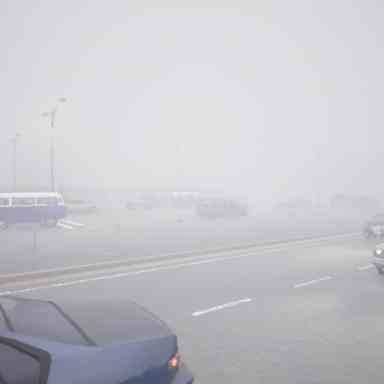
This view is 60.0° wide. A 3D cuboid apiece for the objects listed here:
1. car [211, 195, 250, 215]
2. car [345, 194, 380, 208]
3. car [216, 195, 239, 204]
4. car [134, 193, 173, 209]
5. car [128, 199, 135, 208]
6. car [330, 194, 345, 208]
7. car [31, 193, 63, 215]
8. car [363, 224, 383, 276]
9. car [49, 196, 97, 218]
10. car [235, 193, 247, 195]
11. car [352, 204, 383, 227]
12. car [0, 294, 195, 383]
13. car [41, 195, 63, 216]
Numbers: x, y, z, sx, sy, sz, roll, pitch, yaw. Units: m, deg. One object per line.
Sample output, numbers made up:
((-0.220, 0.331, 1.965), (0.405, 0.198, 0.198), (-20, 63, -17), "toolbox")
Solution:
((4.406, 1.395, 36.086), (3.806, 1.475, 1.970), (0, 0, -36), "car")
((21.743, 1.152, 41.916), (4.605, 1.855, 1.932), (0, 0, -36), "car")
((6.680, 1.394, 62.384), (3.806, 1.475, 1.970), (0, 0, -36), "car")
((-5.697, 1.153, 49.631), (4.605, 1.855, 1.932), (0, 0, -36), "car")
((-7.365, 1.363, 52.000), (3.905, 1.438, 1.784), (0, 0, -36), "car")
((20.069, 1.155, 44.278), (3.866, 1.878, 1.905), (0, 0, -36), "car")
((-14.522, 1.153, 36.223), (4.605, 1.855, 1.932), (0, 0, -36), "car")
((6.884, 1.600, 9.132), (4.718, 1.301, 1.895), (0, 0, -37), "car")
((-11.171, 1.395, 31.763), (3.806, 1.475, 1.970), (0, 0, -36), "car")
((8.390, 1.155, 60.048), (3.866, 1.878, 1.905), (0, 0, -36), "car")
((9.994, 1.492, 15.762), (4.902, 1.511, 2.128), (0, 0, -36), "car")
((-2.536, 1.548, 2.133), (5.357, 1.411, 2.033), (0, 0, -37), "car")
((-12.889, 1.364, 34.093), (3.905, 1.438, 1.784), (0, 0, -36), "car")
